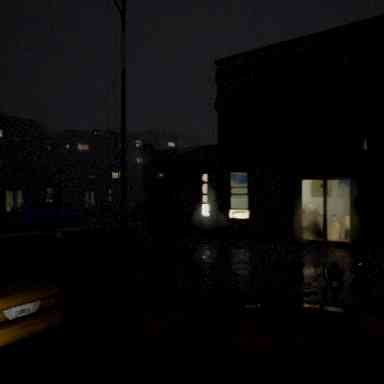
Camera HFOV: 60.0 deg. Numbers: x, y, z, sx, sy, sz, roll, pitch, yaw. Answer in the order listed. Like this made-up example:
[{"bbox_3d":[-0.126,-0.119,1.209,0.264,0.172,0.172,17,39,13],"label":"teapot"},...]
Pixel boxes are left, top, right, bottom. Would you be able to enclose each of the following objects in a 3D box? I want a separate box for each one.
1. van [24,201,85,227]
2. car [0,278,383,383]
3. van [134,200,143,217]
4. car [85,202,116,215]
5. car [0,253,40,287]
[{"bbox_3d":[-10.467,1.618,25.046,1.690,1.788,3.998,0,0,35],"label":"van"},{"bbox_3d":[0.617,1.552,2.428,4.507,1.381,1.887,-1,0,36],"label":"car"},{"bbox_3d":[-4.119,1.648,34.083,1.690,1.788,3.998,0,0,35],"label":"van"},{"bbox_3d":[-11.063,1.848,38.774,1.752,1.417,4.829,0,0,35],"label":"car"},{"bbox_3d":[-4.159,1.586,5.836,4.829,1.417,1.752,-1,0,36],"label":"car"}]
